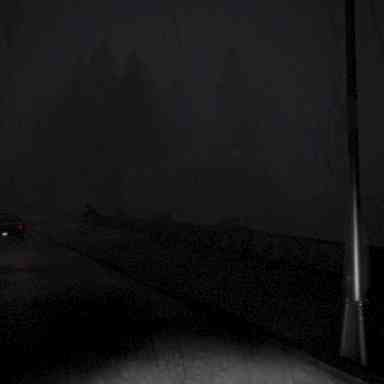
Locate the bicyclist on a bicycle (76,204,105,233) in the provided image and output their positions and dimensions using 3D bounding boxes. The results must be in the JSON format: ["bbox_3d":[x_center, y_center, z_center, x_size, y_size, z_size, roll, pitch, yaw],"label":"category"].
[{"bbox_3d":[-5.699,1.474,18.760,1.656,1.620,0.582,-2,0,-34],"label":"bicyclist on a bicycle"}]

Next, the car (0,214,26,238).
[{"bbox_3d":[-10.589,1.853,18.488,1.895,1.301,4.718,-2,0,-34],"label":"car"}]
